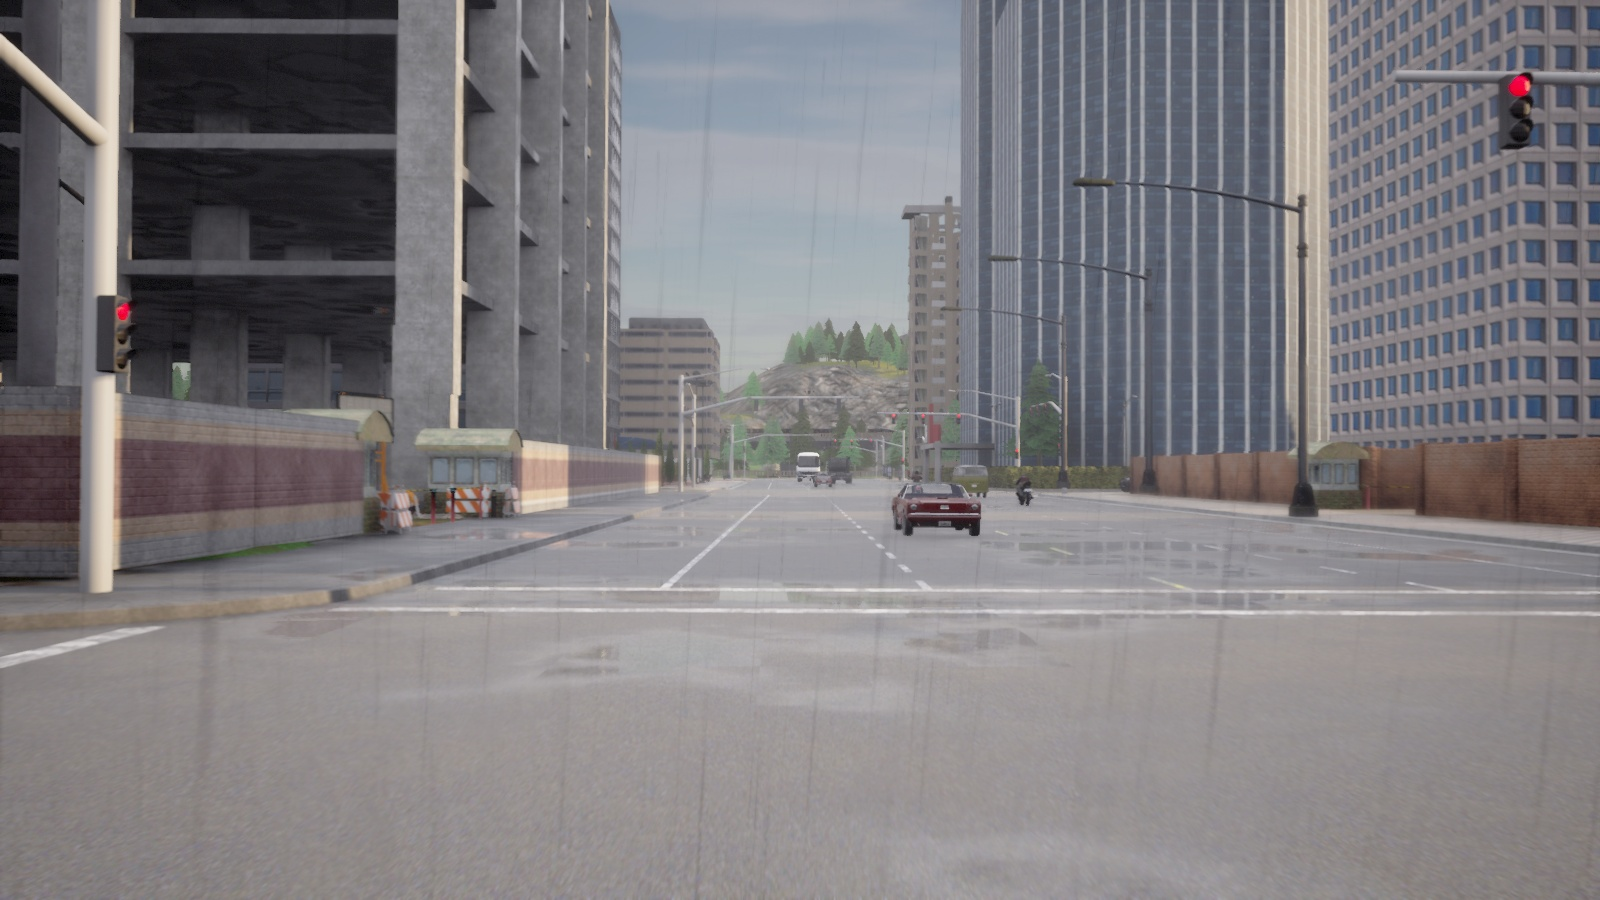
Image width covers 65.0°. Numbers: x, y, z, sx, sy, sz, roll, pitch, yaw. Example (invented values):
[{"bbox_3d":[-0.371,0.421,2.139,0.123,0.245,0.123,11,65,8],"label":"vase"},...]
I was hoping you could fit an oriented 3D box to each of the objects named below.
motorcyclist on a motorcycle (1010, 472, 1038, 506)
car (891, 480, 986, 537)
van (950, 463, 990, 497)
[{"bbox_3d":[10.364,1.781,58.104,0.866,1.530,2.191,0,-1,0],"label":"motorcyclist on a motorcycle"},{"bbox_3d":[3.426,1.435,31.891,1.895,1.301,4.718,0,-1,0],"label":"car"},{"bbox_3d":[10.308,1.805,76.407,1.775,1.987,4.442,0,-1,0],"label":"van"}]
